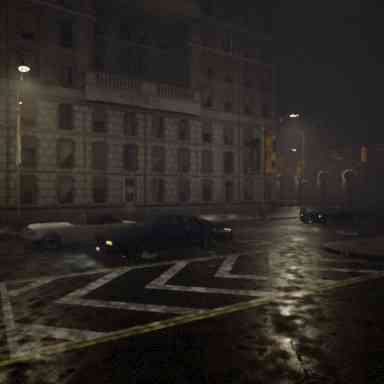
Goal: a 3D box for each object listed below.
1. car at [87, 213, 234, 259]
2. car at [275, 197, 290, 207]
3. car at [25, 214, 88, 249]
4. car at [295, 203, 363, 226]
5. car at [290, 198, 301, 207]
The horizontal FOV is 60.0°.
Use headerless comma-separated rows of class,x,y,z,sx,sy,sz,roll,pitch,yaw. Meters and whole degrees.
car,-0.930,1.546,12.713,5.357,1.411,2.033,0,0,-31
car,11.732,1.540,50.589,2.033,1.411,5.357,0,0,-32
car,-4.658,1.600,14.551,4.718,1.301,1.895,0,0,-31
car,9.700,1.639,23.160,4.718,1.301,1.895,0,0,-31
car,14.875,1.518,52.170,1.812,1.442,4.674,0,0,-31
